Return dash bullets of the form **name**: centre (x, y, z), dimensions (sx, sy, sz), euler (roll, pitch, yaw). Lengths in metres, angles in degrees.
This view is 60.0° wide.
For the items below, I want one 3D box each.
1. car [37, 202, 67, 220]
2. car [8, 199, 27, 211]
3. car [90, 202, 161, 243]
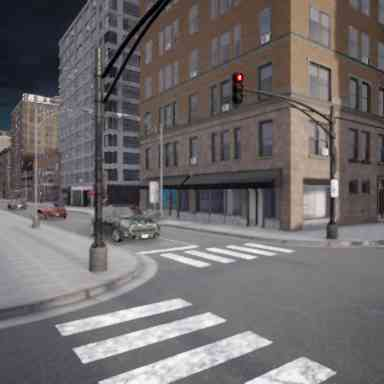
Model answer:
- **car**: centre (-12.612, 1.617, 29.618), dimensions (1.882, 1.535, 5.008), euler (0, 0, -36)
- **car**: centre (-24.188, 1.730, 45.964), dimensions (2.128, 1.511, 4.902), euler (0, 0, -36)
- **car**: centre (-3.459, 1.424, 16.859), dimensions (2.097, 1.767, 4.553), euler (0, 0, -36)
